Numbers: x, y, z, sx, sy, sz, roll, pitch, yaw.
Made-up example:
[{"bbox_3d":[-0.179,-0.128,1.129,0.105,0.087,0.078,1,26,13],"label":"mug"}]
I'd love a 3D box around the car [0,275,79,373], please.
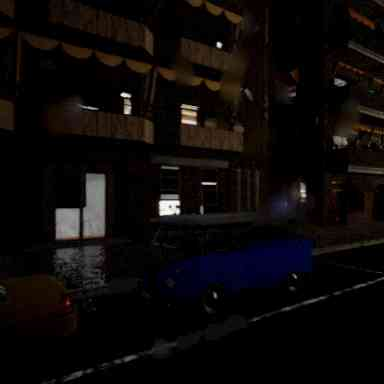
[{"bbox_3d":[-3.877,1.525,3.789,4.829,1.417,1.752,0,0,-36],"label":"car"}]

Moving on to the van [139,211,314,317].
[{"bbox_3d":[0.892,1.344,7.190,3.998,1.788,1.690,0,0,-36],"label":"van"}]
